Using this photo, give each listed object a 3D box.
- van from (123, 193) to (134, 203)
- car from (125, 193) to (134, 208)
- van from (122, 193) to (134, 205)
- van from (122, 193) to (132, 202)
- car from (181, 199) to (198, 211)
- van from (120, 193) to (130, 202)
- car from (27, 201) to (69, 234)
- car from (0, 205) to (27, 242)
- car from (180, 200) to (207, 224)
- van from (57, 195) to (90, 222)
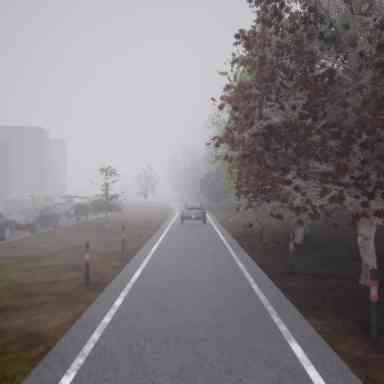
[{"bbox_3d":[-13.147,1.264,68.663,1.878,1.987,4.442,1,-1,-15],"label":"van"},{"bbox_3d":[-10.388,1.220,52.210,2.435,2.045,5.566,1,-1,-9],"label":"car"},{"bbox_3d":[-11.100,1.245,57.666,1.878,1.987,4.442,1,-1,-10],"label":"van"},{"bbox_3d":[-14.494,1.290,74.078,1.878,1.987,4.442,1,-2,-16],"label":"van"},{"bbox_3d":[-0.432,1.626,42.993,1.895,1.301,4.718,0,0,-4],"label":"car"},{"bbox_3d":[-16.021,1.327,79.457,1.878,1.987,4.442,1,-2,-16],"label":"van"},{"bbox_3d":[-9.078,1.472,18.972,2.163,1.488,4.792,0,-1,-2],"label":"car"},{"bbox_3d":[-9.072,1.434,13.461,2.231,1.521,4.892,0,-1,-2],"label":"car"},{"bbox_3d":[0.100,1.519,25.381,2.128,1.511,4.902,0,0,0],"label":"car"},{"bbox_3d":[-9.087,1.225,25.485,1.878,1.987,4.442,0,-1,-2],"label":"van"}]
